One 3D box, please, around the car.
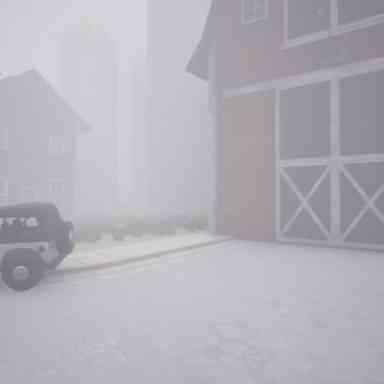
[{"bbox_3d":[-4.993,1.274,8.269,3.866,1.878,1.905,-2,5,-7],"label":"car"}]
